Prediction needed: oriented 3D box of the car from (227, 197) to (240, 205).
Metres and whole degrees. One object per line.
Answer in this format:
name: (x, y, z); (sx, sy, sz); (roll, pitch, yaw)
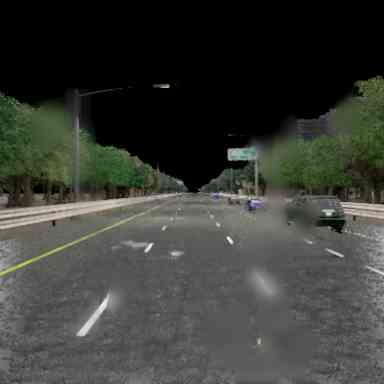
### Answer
car: (7.200, 1.514, 57.779); (1.812, 1.442, 4.674); (0, 0, 0)

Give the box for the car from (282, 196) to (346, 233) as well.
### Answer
car: (7.027, 1.222, 19.754); (2.150, 2.045, 5.566); (0, 0, 0)

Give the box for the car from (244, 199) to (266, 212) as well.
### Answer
car: (7.090, 1.530, 37.942); (1.812, 1.442, 4.674); (0, 0, 0)
